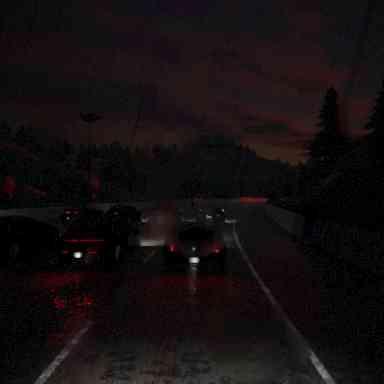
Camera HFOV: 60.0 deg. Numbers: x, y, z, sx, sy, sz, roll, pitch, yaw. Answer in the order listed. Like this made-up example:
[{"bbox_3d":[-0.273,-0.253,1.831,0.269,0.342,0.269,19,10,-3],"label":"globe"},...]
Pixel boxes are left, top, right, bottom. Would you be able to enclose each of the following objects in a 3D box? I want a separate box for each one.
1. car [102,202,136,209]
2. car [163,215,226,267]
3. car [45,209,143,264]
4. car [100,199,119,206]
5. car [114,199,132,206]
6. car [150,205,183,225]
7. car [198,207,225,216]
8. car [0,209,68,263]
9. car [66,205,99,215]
[{"bbox_3d":[-5.415,1.785,26.814,1.837,1.490,4.892,0,0,8],"label":"car"},{"bbox_3d":[0.219,1.726,11.973,1.895,1.301,4.718,0,-1,4],"label":"car"},{"bbox_3d":[-3.256,1.637,12.386,1.837,1.490,4.892,0,0,4],"label":"car"},{"bbox_3d":[-18.578,2.375,75.517,1.895,1.301,4.718,0,-1,20],"label":"car"},{"bbox_3d":[-15.350,2.319,74.163,1.994,1.385,4.181,0,-1,20],"label":"car"},{"bbox_3d":[-1.941,1.781,26.390,1.837,1.490,4.892,0,0,8],"label":"car"},{"bbox_3d":[1.532,1.834,25.948,1.994,1.385,4.181,0,-1,8],"label":"car"},{"bbox_3d":[-6.752,1.638,12.544,1.837,1.490,4.892,0,0,4],"label":"car"},{"bbox_3d":[-8.889,1.775,27.238,2.128,1.511,4.902,0,0,8],"label":"car"}]
